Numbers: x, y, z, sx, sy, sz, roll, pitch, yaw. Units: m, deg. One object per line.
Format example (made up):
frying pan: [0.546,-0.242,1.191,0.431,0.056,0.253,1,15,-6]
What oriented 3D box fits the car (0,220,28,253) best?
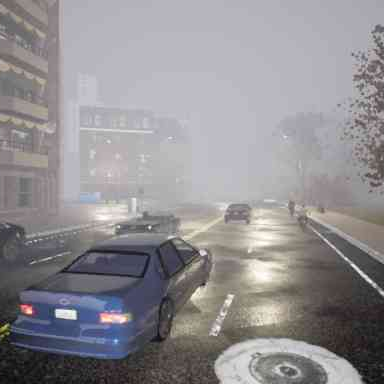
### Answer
car: [-7.040,1.491,9.633,2.128,1.511,4.902,0,0,14]

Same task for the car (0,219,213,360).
car: [-0.926,1.547,6.519,2.033,1.411,5.357,0,0,14]

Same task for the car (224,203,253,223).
car: [3.590,1.542,25.368,2.033,1.411,5.357,0,0,13]

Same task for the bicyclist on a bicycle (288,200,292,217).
bicyclist on a bicycle: [8.145,1.444,27.249,0.582,1.620,1.656,0,0,13]

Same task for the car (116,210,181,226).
car: [-2.012,1.599,16.473,1.895,1.301,4.718,0,0,13]

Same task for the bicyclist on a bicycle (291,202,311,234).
bicyclist on a bicycle: [6.053,1.432,18.148,0.866,1.612,1.509,0,0,13]

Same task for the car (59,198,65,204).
car: [-20.844,1.111,48.736,4.206,1.307,1.802,1,-1,-18]

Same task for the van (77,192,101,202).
van: [-18.022,0.888,58.494,3.998,1.788,1.690,1,-1,-18]

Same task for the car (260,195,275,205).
car: [13.375,1.571,57.901,1.895,1.301,4.718,0,0,10]
